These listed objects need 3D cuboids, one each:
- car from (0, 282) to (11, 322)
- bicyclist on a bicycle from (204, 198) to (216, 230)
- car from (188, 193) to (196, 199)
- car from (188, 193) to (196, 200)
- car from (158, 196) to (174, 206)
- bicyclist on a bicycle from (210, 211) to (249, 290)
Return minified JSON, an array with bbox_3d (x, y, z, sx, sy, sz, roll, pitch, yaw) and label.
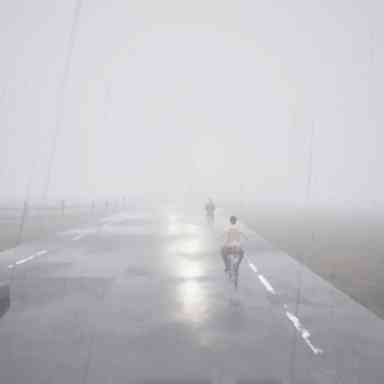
[{"bbox_3d":[-3.601,1.572,2.684,1.895,1.301,4.718,0,1,0],"label":"car"},{"bbox_3d":[0.959,1.193,17.504,0.659,1.776,1.843,0,1,0],"label":"bicyclist on a bicycle"},{"bbox_3d":[-0.023,0.970,86.112,1.837,1.490,4.892,0,0,0],"label":"car"},{"bbox_3d":[-0.021,1.022,73.392,2.128,1.511,4.902,0,0,0],"label":"car"},{"bbox_3d":[-3.583,1.181,46.339,1.994,1.385,4.181,0,0,0],"label":"car"},{"bbox_3d":[0.956,1.355,7.839,0.866,1.612,1.509,0,0,0],"label":"bicyclist on a bicycle"}]
